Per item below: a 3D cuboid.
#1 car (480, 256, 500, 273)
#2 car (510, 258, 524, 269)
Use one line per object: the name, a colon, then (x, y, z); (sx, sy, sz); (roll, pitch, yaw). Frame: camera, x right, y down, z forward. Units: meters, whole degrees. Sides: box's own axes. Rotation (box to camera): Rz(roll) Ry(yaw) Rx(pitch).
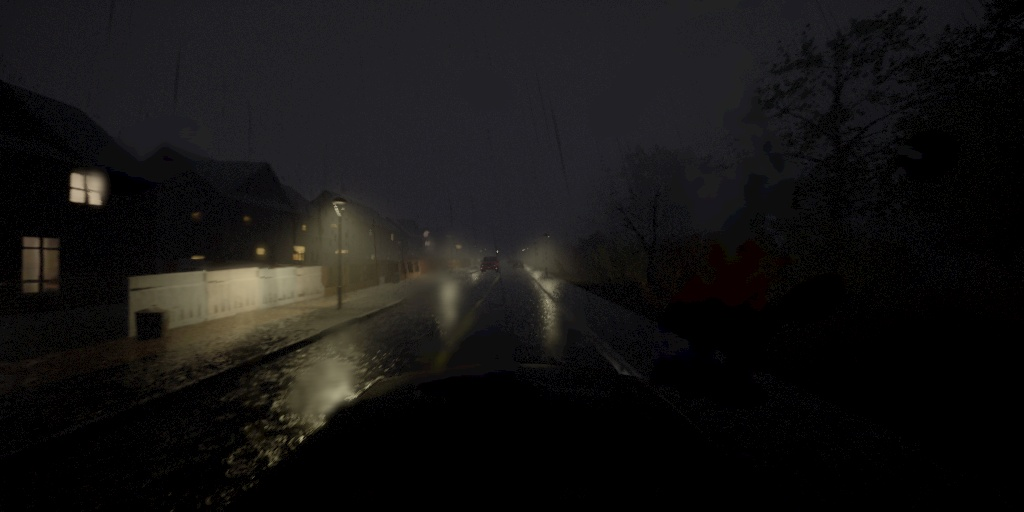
car: (-2.786, 1.051, 46.383); (2.150, 2.045, 5.566); (0, 0, 1)
car: (0.988, 1.371, 59.016); (1.812, 1.442, 4.674); (0, 0, 0)
